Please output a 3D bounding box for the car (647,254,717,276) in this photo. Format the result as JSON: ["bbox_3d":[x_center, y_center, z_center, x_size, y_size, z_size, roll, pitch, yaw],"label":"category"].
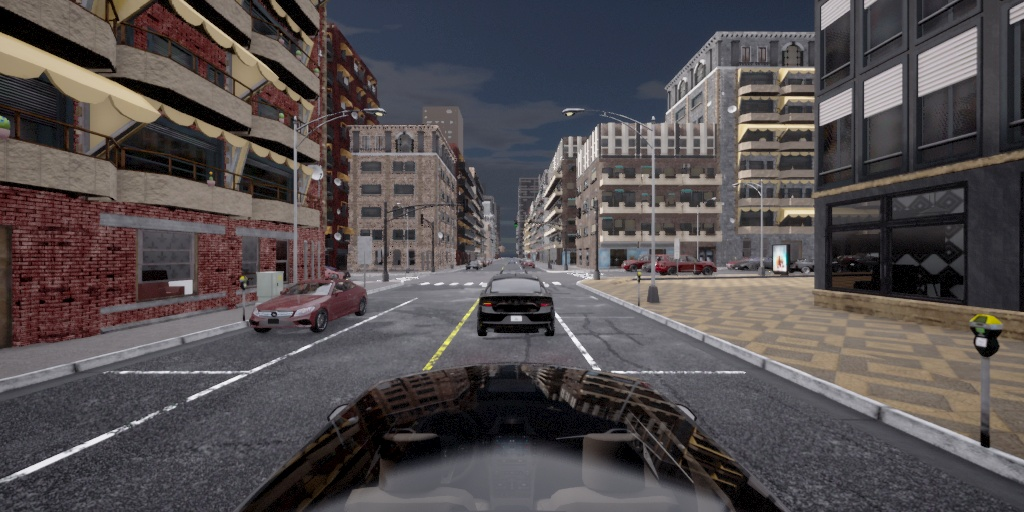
[{"bbox_3d":[14.707,0.786,30.704,5.009,1.841,2.192,0,0,0],"label":"car"}]

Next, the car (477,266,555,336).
[{"bbox_3d":[0.098,1.230,10.382,1.882,1.535,5.008,0,0,0],"label":"car"}]

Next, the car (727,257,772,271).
[{"bbox_3d":[25.553,0.806,36.589,5.357,1.411,2.033,-1,0,0],"label":"car"}]

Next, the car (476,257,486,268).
[{"bbox_3d":[-5.695,1.309,58.258,1.751,1.417,4.829,0,0,0],"label":"car"}]

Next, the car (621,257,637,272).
[{"bbox_3d":[14.572,0.774,39.083,5.009,1.841,2.192,0,0,0],"label":"car"}]

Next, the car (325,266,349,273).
[{"bbox_3d":[-17.179,1.619,33.008,4.181,1.385,1.994,-1,0,-1],"label":"car"}]

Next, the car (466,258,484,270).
[{"bbox_3d":[-5.694,1.344,52.745,1.948,1.339,4.313,0,0,0],"label":"car"}]

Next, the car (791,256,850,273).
[{"bbox_3d":[25.801,0.830,30.801,4.313,1.339,1.948,0,0,0],"label":"car"}]

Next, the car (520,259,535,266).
[{"bbox_3d":[2.685,1.223,58.430,1.967,1.591,4.097,0,0,0],"label":"car"}]

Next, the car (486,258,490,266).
[{"bbox_3d":[-5.695,1.103,64.110,2.192,1.841,5.009,0,0,0],"label":"car"}]

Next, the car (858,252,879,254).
[{"bbox_3d":[36.237,0.409,36.671,4.553,1.767,2.097,-1,0,-1],"label":"car"}]

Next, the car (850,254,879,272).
[{"bbox_3d":[31.348,0.725,30.850,4.313,1.339,1.948,0,0,0],"label":"car"}]

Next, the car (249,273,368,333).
[{"bbox_3d":[-5.742,1.334,10.722,1.802,1.307,4.207,0,0,0],"label":"car"}]

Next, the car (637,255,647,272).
[{"bbox_3d":[15.731,0.947,36.504,4.892,1.490,1.837,-1,0,-1],"label":"car"}]
